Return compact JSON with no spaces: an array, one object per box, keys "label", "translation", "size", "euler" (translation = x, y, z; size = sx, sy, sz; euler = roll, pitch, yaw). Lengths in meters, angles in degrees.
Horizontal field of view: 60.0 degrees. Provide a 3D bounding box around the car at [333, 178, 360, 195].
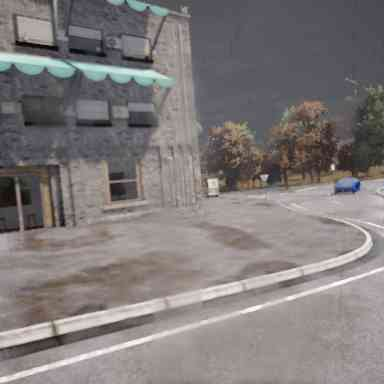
[{"label":"car","translation":[15.450,-0.666,33.145],"size":[1.882,1.535,5.008],"euler":[-3,4,35]}]
